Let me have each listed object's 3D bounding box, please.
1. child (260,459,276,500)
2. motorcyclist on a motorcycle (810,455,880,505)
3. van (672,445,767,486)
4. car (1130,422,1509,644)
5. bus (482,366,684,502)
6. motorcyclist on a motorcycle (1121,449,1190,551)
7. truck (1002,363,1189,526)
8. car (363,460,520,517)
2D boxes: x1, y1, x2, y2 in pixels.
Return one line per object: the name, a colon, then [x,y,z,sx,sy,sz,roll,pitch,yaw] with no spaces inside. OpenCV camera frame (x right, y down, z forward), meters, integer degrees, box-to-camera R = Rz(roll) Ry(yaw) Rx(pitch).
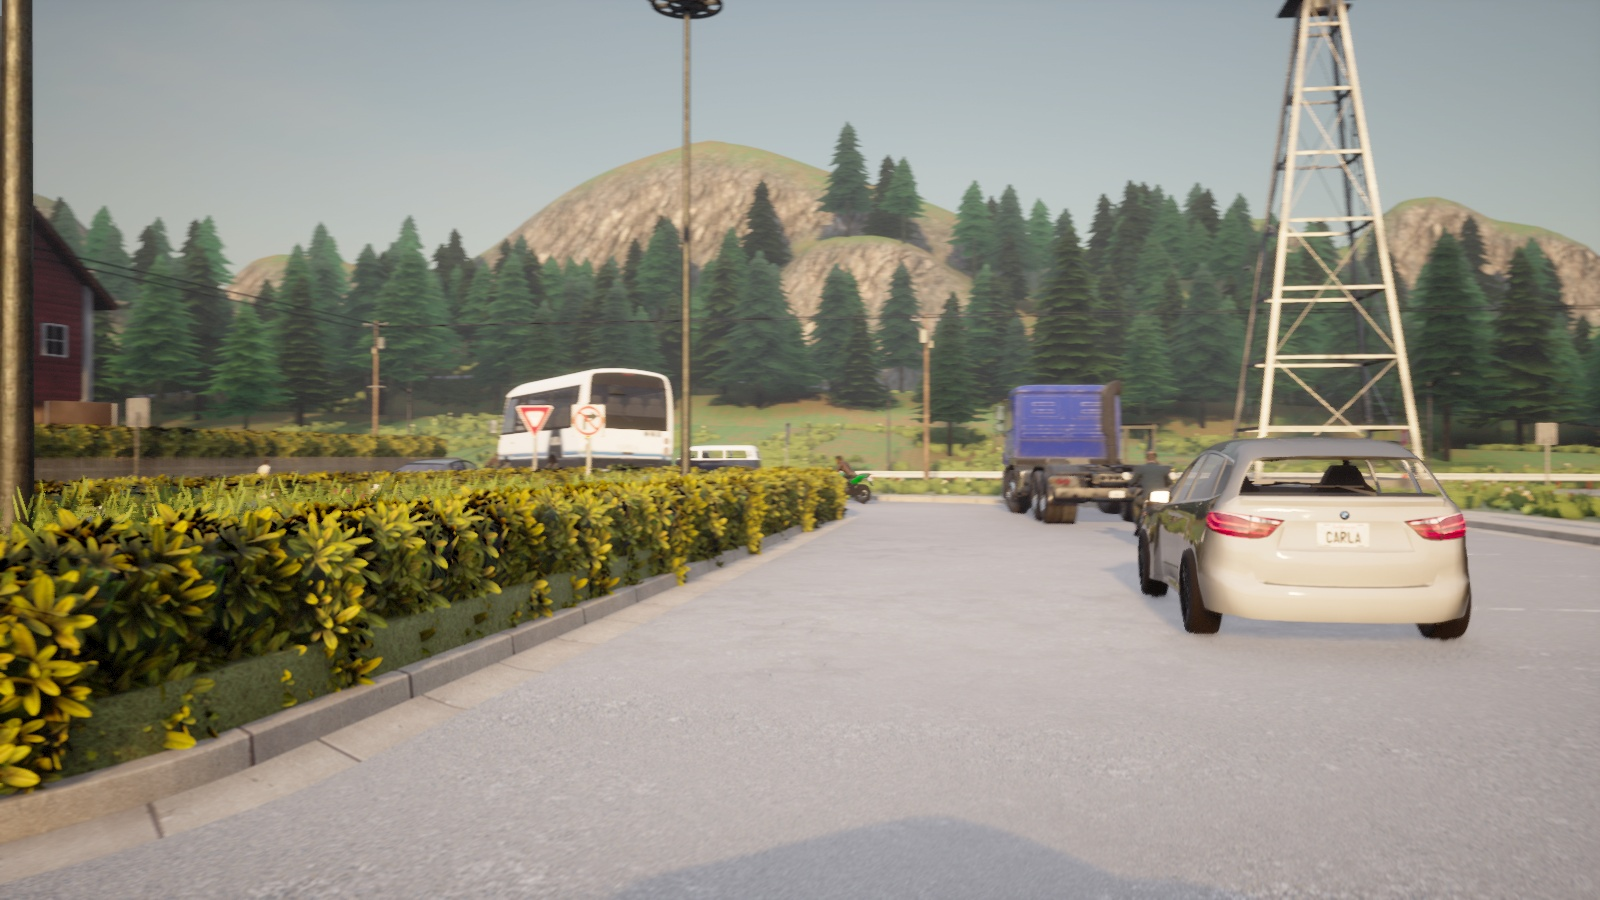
child: [-16.489,0.913,38.910,0.270,1.263,0.437,0,0,8]
motorcyclist on a motorcycle: [1.408,0.923,39.340,2.044,1.523,0.797,0,0,29]
van: [-4.045,0.800,63.779,4.480,2.038,2.069,0,0,9]
car: [4.542,0.640,11.870,2.242,1.667,4.611,0,0,8]
bus: [-8.082,-0.386,45.130,3.944,4.253,10.273,2,-2,-29]
motorcyclist on a motorcycle: [5.820,0.791,20.655,0.866,1.590,1.817,0,0,8]
truck: [6.907,-0.096,30.627,2.891,3.462,7.936,0,0,2]
car: [-9.609,0.986,34.191,2.033,1.411,5.357,0,0,9]
